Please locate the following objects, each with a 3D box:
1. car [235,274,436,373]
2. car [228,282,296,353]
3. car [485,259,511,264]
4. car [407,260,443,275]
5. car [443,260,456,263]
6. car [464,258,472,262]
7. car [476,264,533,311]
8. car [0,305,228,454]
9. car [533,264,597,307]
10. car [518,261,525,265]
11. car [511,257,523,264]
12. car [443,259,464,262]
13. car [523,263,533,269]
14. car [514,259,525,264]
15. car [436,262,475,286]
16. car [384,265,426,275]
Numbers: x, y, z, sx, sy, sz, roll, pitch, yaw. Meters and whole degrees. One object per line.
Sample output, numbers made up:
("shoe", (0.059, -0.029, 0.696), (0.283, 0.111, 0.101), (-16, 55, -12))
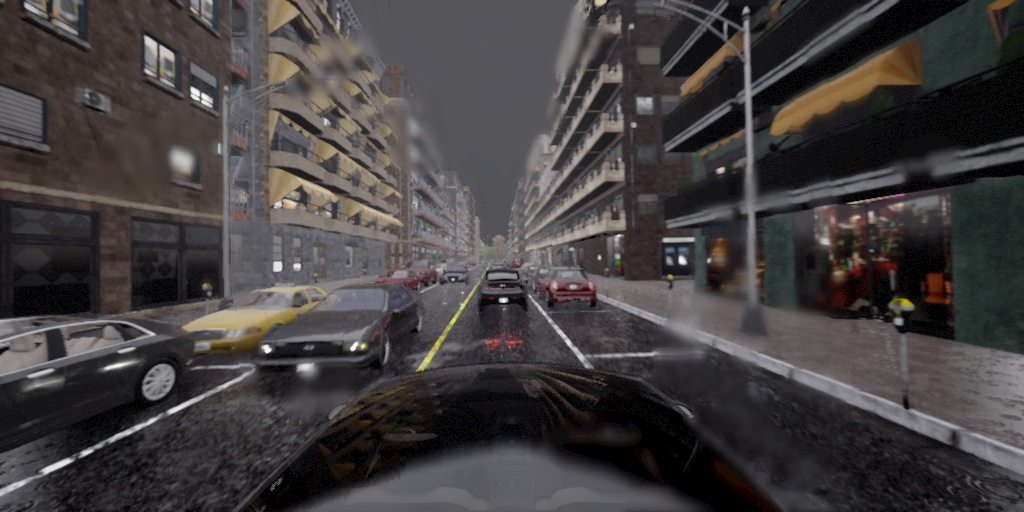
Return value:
("car", (-3.313, 1.360, 8.239), (2.033, 1.411, 5.357), (-1, 0, -3))
("car", (-5.932, 1.383, 9.142), (1.751, 1.417, 4.829), (0, 0, -3))
("car", (-1.518, 1.299, 39.742), (2.128, 1.511, 4.902), (-1, 0, -2))
("car", (-6.672, 1.196, 26.000), (2.192, 1.841, 5.009), (0, 0, -3))
("car", (-7.153, 1.424, 36.955), (1.751, 1.417, 4.829), (0, 0, -3))
("car", (-8.136, 1.502, 59.375), (1.948, 1.339, 4.313), (0, 0, -3))
("car", (-0.400, 1.274, 14.786), (1.837, 1.490, 4.892), (-1, 0, -2))
("car", (-5.695, 1.401, 3.749), (2.007, 1.370, 4.403), (0, 0, -3))
("car", (2.190, 1.165, 15.209), (1.967, 1.591, 4.097), (0, 0, -3))
("car", (1.702, 1.292, 26.334), (2.007, 1.370, 4.403), (0, 0, -3))
("car", (0.725, 1.092, 48.584), (2.192, 1.841, 5.009), (0, 0, -3))
("car", (-7.404, 1.223, 42.687), (2.192, 1.841, 5.009), (0, 0, -3))
("car", (1.945, 1.284, 20.772), (2.007, 1.370, 4.403), (0, 0, -3))
("car", (1.450, 1.275, 32.066), (1.751, 1.417, 4.829), (0, 0, -3))
("car", (-4.100, 1.403, 26.491), (1.994, 1.385, 4.181), (-1, 0, -2))
("car", (-6.428, 1.418, 20.437), (1.888, 1.381, 4.507), (0, 0, -3))
